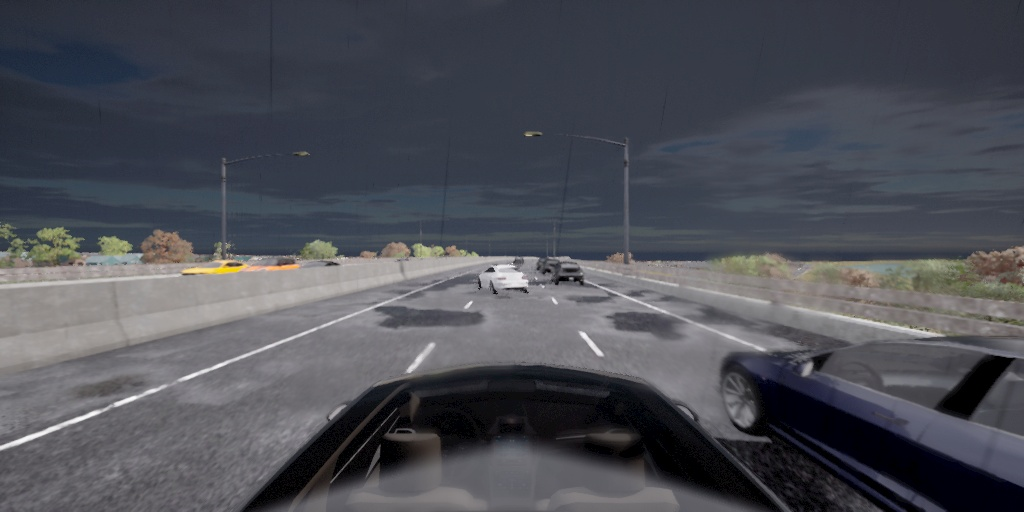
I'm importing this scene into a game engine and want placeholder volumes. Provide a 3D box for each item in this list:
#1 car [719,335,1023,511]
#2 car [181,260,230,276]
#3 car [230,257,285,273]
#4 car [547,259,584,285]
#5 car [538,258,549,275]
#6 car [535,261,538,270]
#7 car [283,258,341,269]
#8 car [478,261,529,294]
[{"bbox_3d":[3.498,1.251,2.445,2.163,1.488,4.792,0,0,0],"label":"car"},{"bbox_3d":[-20.904,1.079,25.743,1.882,1.535,5.008,0,0,1],"label":"car"},{"bbox_3d":[-17.400,0.953,25.955,2.097,1.767,4.553,0,0,1],"label":"car"},{"bbox_3d":[3.656,1.126,24.259,1.837,1.490,4.892,0,0,1],"label":"car"},{"bbox_3d":[3.839,1.070,35.180,1.837,1.490,4.892,0,0,1],"label":"car"},{"bbox_3d":[4.092,1.022,46.100,1.837,1.490,4.892,0,0,2],"label":"car"},{"bbox_3d":[-13.901,1.110,25.912,1.837,1.490,4.892,0,0,1],"label":"car"},{"bbox_3d":[-0.515,1.173,19.175,1.812,1.442,4.674,-1,1,-17],"label":"car"}]
